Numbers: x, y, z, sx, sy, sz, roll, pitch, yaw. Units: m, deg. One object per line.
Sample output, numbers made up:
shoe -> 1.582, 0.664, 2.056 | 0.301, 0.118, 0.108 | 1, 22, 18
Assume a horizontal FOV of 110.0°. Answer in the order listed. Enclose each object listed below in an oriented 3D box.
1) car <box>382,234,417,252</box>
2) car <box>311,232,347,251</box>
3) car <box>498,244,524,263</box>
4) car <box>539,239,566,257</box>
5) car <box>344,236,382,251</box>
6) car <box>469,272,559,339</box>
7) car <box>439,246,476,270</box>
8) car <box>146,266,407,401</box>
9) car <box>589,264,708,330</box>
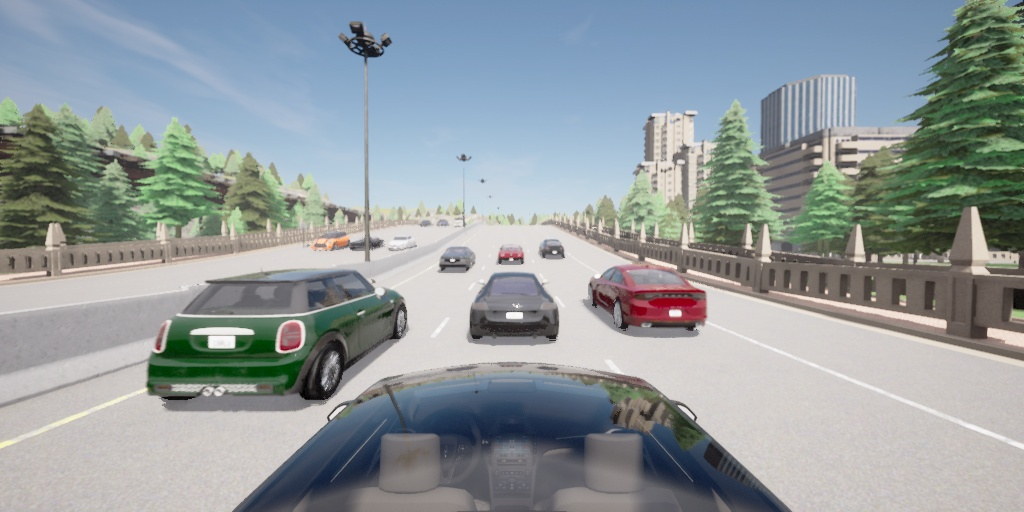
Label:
car -> -10.800, -1.354, 35.369 | 1.812, 1.442, 4.674 | 0, 8, 0
car -> -17.798, -1.534, 35.366 | 2.097, 1.767, 4.553 | 0, 8, 0
car -> -0.067, -0.292, 27.703 | 1.895, 1.301, 4.718 | 0, 6, 0
car -> 3.417, -0.756, 30.967 | 1.812, 1.442, 4.674 | 0, 7, 0
car -> -14.301, -1.285, 35.398 | 1.895, 1.301, 4.718 | 0, 8, 0
car -> 0.039, 1.095, 9.316 | 1.994, 1.385, 4.181 | 0, 3, 0
car -> -3.555, 0.056, 23.878 | 2.033, 1.411, 5.357 | 0, 6, 0
car -> -3.464, 0.985, 6.410 | 2.097, 1.767, 4.553 | 0, 2, 0
car -> 3.531, 0.968, 10.229 | 1.882, 1.535, 5.008 | 0, 3, 0
